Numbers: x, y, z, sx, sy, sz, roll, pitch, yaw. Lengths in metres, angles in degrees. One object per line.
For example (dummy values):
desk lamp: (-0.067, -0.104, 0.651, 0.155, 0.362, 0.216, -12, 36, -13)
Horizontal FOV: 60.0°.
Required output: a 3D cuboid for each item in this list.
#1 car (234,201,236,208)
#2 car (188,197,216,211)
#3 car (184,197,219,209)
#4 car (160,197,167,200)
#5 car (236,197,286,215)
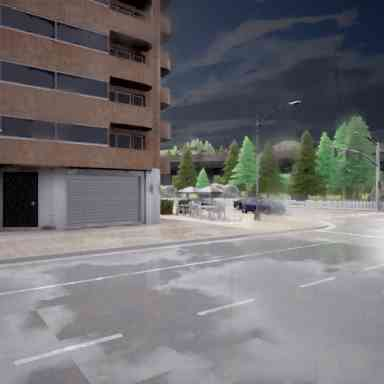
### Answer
car: (7.016, 1.422, 38.786, 1.882, 1.535, 5.008, 0, 0, -37)
car: (1.601, 1.449, 40.232, 1.837, 1.490, 4.892, 0, 0, -37)
car: (1.258, 1.436, 46.197, 2.128, 1.511, 4.902, 0, 0, -41)
car: (-5.248, 1.297, 47.869, 4.553, 1.767, 2.097, 0, 0, 36)
car: (6.999, 1.297, 32.861, 2.097, 1.767, 4.553, 0, 0, -36)
